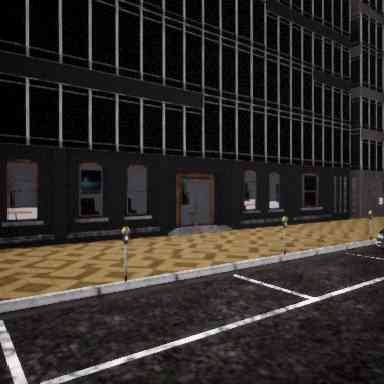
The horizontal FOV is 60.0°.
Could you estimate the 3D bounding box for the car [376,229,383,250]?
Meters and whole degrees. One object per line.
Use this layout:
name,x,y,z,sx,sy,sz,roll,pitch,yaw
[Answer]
car,8.819,1.542,12.851,4.403,1.369,2.008,0,0,-36
